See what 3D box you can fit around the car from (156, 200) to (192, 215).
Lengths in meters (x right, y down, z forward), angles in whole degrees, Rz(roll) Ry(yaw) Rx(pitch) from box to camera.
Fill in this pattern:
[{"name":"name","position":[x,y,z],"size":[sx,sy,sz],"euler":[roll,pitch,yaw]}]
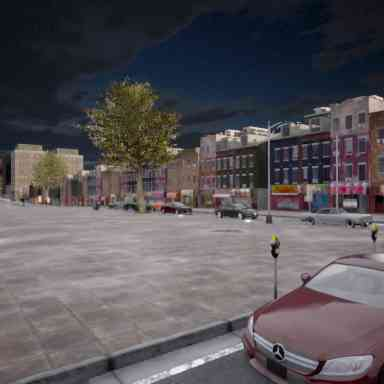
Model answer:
[{"name":"car","position":[-1.899,1.889,39.392],"size":[1.882,1.535,5.008],"euler":[0,-1,-35]}]

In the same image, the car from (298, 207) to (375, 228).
[{"name":"car","position":[9.875,1.728,22.953],"size":[1.895,1.301,4.718],"euler":[0,-1,-36]}]

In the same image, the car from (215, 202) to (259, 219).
[{"name":"car","position":[4.110,1.756,30.998],"size":[1.837,1.490,4.892],"euler":[0,-1,-36]}]

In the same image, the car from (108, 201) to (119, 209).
[{"name":"car","position":[-13.819,2.395,61.059],"size":[2.128,1.511,4.902],"euler":[0,-1,-35]}]

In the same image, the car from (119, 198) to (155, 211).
[{"name":"car","position":[-8.016,1.830,47.993],"size":[2.150,2.045,5.566],"euler":[0,-1,-35]}]

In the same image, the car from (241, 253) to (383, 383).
[{"name":"car","position":[2.578,1.582,4.642],"size":[4.206,1.307,1.802],"euler":[0,0,-35]}]
